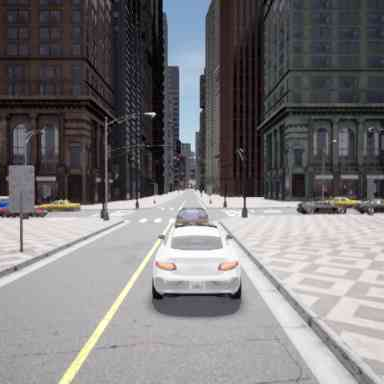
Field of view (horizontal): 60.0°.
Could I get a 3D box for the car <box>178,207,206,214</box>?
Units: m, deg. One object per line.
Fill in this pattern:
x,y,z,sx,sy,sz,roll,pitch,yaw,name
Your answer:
0.021,1.528,17.878,2.033,1.411,5.357,0,0,1,car

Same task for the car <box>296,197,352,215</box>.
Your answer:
11.670,1.410,30.103,4.313,1.339,1.947,-1,1,0,car

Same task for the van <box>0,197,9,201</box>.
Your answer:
-20.977,1.446,38.673,3.998,1.788,1.690,-1,1,0,van

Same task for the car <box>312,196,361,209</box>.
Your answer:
16.716,1.222,38.619,4.829,1.417,1.752,-1,1,0,car

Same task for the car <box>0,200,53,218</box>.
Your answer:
-15.298,1.719,30.145,4.206,1.307,1.802,-1,1,0,car

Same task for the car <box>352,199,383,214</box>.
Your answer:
17.049,1.333,30.094,4.403,1.369,2.008,-1,1,0,car

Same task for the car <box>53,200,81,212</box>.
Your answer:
-15.465,1.574,38.669,4.829,1.417,1.752,-1,1,0,car

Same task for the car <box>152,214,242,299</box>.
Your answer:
0.096,1.519,8.288,1.812,1.442,4.674,0,0,0,car
